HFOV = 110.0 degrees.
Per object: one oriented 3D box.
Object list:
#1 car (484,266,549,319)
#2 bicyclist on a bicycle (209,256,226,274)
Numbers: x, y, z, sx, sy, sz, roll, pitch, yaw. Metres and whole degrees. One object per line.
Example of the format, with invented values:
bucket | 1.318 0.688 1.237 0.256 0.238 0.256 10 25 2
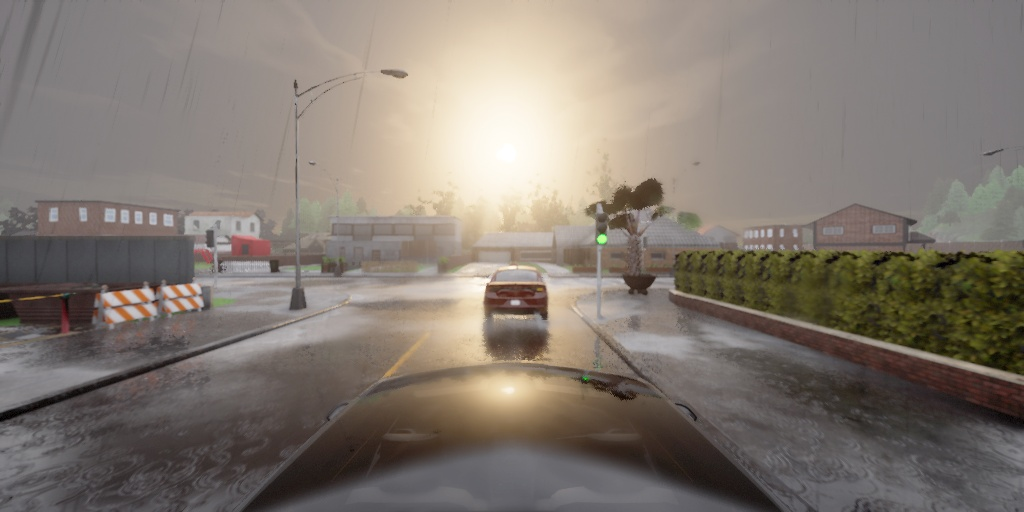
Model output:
car | 0.216 1.058 12.087 1.882 1.535 5.008 0 1 3
bicyclist on a bicycle | -23.644 0.658 28.758 0.582 1.620 1.656 0 1 0
